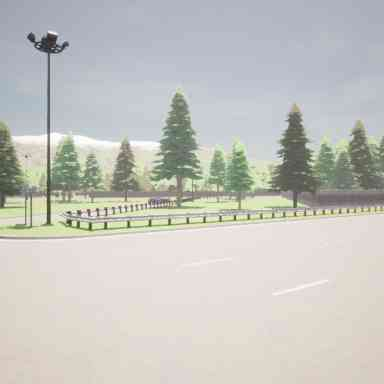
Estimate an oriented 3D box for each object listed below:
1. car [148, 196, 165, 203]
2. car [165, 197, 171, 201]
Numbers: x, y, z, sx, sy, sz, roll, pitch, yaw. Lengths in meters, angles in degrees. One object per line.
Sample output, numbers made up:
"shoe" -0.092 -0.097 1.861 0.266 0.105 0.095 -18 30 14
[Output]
"car" -6.661 1.526 59.562 1.812 1.442 4.674 0 0 5
"car" -5.665 1.601 69.789 1.895 1.301 4.718 0 0 5
